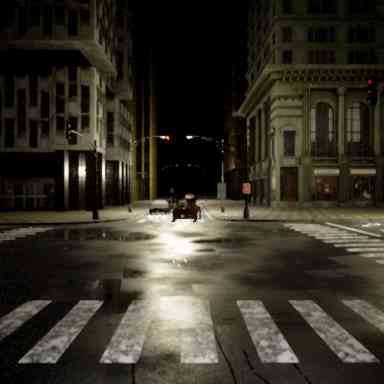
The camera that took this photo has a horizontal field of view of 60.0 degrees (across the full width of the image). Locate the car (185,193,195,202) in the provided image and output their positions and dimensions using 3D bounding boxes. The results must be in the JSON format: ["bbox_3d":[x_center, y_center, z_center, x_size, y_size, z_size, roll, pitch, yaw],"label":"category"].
[{"bbox_3d":[-0.492,1.225,73.636,2.097,1.767,4.553,0,0,-1],"label":"car"}]

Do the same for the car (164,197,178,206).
[{"bbox_3d":[-3.332,1.488,54.154,1.994,1.385,4.181,0,0,0],"label":"car"}]

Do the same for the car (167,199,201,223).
[{"bbox_3d":[-0.396,1.503,25.533,1.812,1.442,4.674,0,0,7],"label":"car"}]

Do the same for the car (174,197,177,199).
[{"bbox_3d":[-3.316,1.494,44.096,2.033,1.411,5.357,0,0,-1],"label":"car"}]

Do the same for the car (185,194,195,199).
[{"bbox_3d":[-0.282,1.466,62.612,1.994,1.385,4.181,0,0,-1],"label":"car"}]

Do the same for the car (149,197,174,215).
[{"bbox_3d":[-3.236,1.514,34.031,2.033,1.411,5.357,0,0,0],"label":"car"}]
